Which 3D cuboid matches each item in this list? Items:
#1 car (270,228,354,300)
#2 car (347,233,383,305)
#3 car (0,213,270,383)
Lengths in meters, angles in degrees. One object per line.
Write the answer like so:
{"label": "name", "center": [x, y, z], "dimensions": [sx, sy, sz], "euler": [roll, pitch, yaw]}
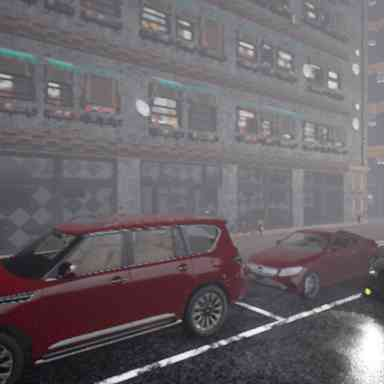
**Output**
{"label": "car", "center": [3.151, 1.586, 8.348], "dimensions": [4.206, 1.307, 1.802], "euler": [0, 0, -36]}
{"label": "car", "center": [5.353, 1.569, 6.868], "dimensions": [4.181, 1.385, 1.994], "euler": [0, 0, -35]}
{"label": "car", "center": [-1.397, 1.316, 5.102], "dimensions": [5.009, 1.841, 2.192], "euler": [0, 0, -36]}
